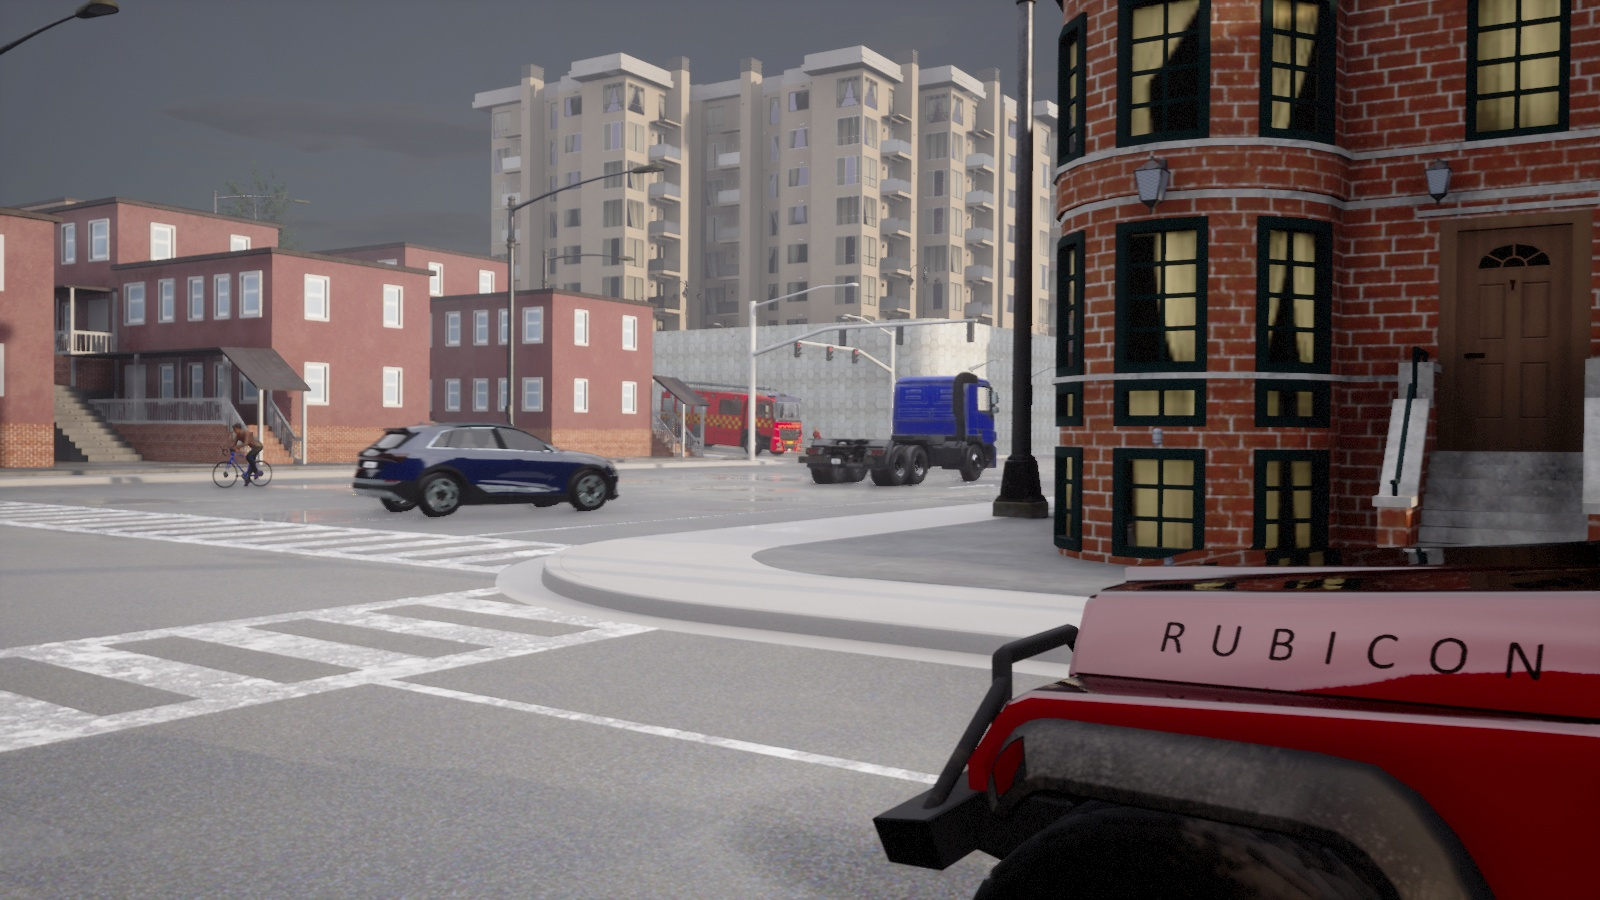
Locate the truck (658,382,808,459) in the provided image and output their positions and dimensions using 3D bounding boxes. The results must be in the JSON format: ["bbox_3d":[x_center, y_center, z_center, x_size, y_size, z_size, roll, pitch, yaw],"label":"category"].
[{"bbox_3d":[-3.959,-1.758,72.799,8.468,3.827,2.891,5,4,33],"label":"truck"}]

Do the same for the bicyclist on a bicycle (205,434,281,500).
[{"bbox_3d":[-14.043,0.412,31.690,0.582,1.620,1.656,0,1,33],"label":"bicyclist on a bicycle"}]

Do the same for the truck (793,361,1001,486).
[{"bbox_3d":[3.200,-0.789,38.792,2.891,3.462,7.936,0,1,33],"label":"truck"}]

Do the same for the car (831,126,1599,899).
[{"bbox_3d":[2.206,0.477,2.162,3.866,1.878,1.905,0,1,33],"label":"car"}]

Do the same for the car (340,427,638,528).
[{"bbox_3d":[-5.574,0.419,22.902,4.856,1.649,2.033,-1,1,-40],"label":"car"}]
